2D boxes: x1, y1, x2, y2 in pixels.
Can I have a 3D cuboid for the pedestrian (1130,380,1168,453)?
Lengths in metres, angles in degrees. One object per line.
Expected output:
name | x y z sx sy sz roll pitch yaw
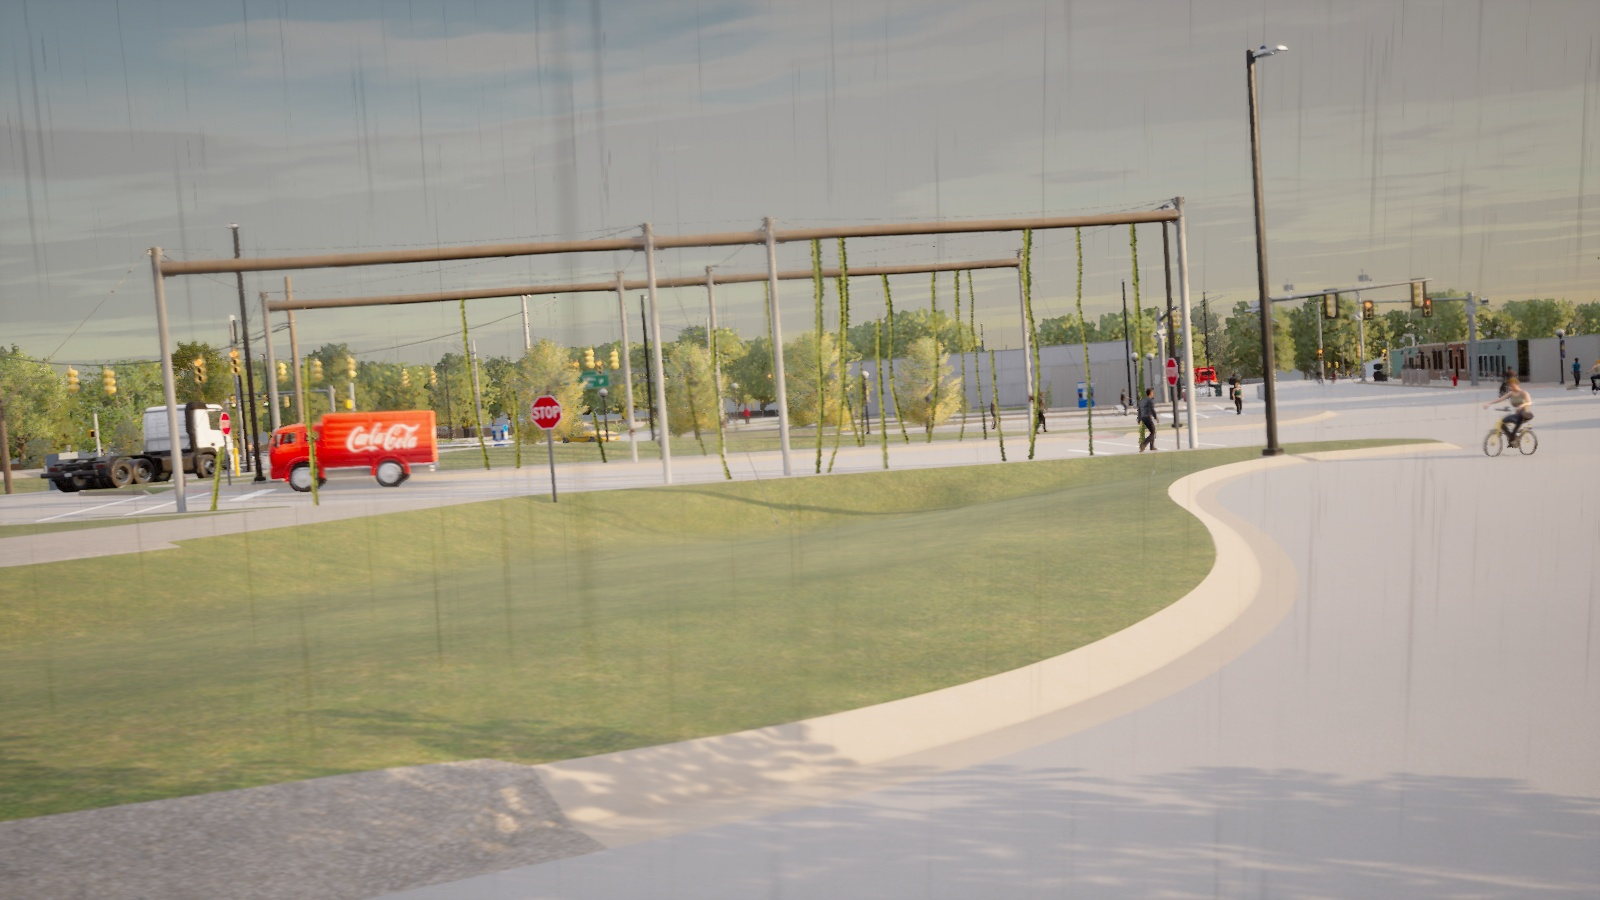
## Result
pedestrian | 9.637 -0.926 34.687 0.788 1.949 0.423 -5 3 -14

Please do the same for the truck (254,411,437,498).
truck | -14.785 0.091 41.262 5.204 2.467 2.627 -3 3 -12

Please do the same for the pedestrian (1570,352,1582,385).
pedestrian | 46.073 -4.832 74.531 0.396 1.930 0.692 -3 3 21

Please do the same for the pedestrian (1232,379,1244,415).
pedestrian | 22.568 -2.728 64.721 0.345 1.836 0.594 -4 3 8

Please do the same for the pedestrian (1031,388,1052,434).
pedestrian | 10.041 -1.635 52.189 0.634 1.846 0.331 -5 3 -11

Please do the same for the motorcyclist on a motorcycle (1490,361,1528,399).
motorcyclist on a motorcycle | 32.565 -3.202 57.706 0.766 1.649 2.350 -4 1 13

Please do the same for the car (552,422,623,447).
car | -14.364 -1.046 84.620 5.366 1.575 1.801 0 4 44

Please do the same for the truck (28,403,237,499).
truck | -27.372 -0.093 52.072 2.891 3.462 7.936 -4 1 13

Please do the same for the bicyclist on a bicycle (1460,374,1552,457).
bicyclist on a bicycle | 14.388 -0.722 25.615 1.509 1.612 0.866 -3 3 -22
